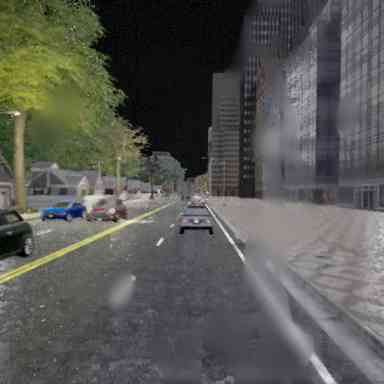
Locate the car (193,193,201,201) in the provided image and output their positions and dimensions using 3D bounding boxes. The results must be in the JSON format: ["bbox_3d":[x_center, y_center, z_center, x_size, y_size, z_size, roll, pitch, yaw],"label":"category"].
[{"bbox_3d":[1.421,1.385,93.056,2.150,2.045,5.566,1,0,1],"label":"car"}]

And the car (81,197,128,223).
[{"bbox_3d":[-6.210,1.276,24.737,2.097,1.767,4.553,1,0,1],"label":"car"}]

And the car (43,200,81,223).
[{"bbox_3d":[-9.460,1.357,24.922,1.882,1.535,5.008,1,0,1],"label":"car"}]

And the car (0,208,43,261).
[{"bbox_3d":[-6.471,1.267,9.499,2.097,1.767,4.553,1,0,1],"label":"car"}]

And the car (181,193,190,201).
[{"bbox_3d":[-1.829,1.341,93.107,2.150,2.045,5.566,1,0,1],"label":"car"}]

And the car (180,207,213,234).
[{"bbox_3d":[0.276,1.558,19.491,2.033,1.411,5.357,1,0,1],"label":"car"}]
